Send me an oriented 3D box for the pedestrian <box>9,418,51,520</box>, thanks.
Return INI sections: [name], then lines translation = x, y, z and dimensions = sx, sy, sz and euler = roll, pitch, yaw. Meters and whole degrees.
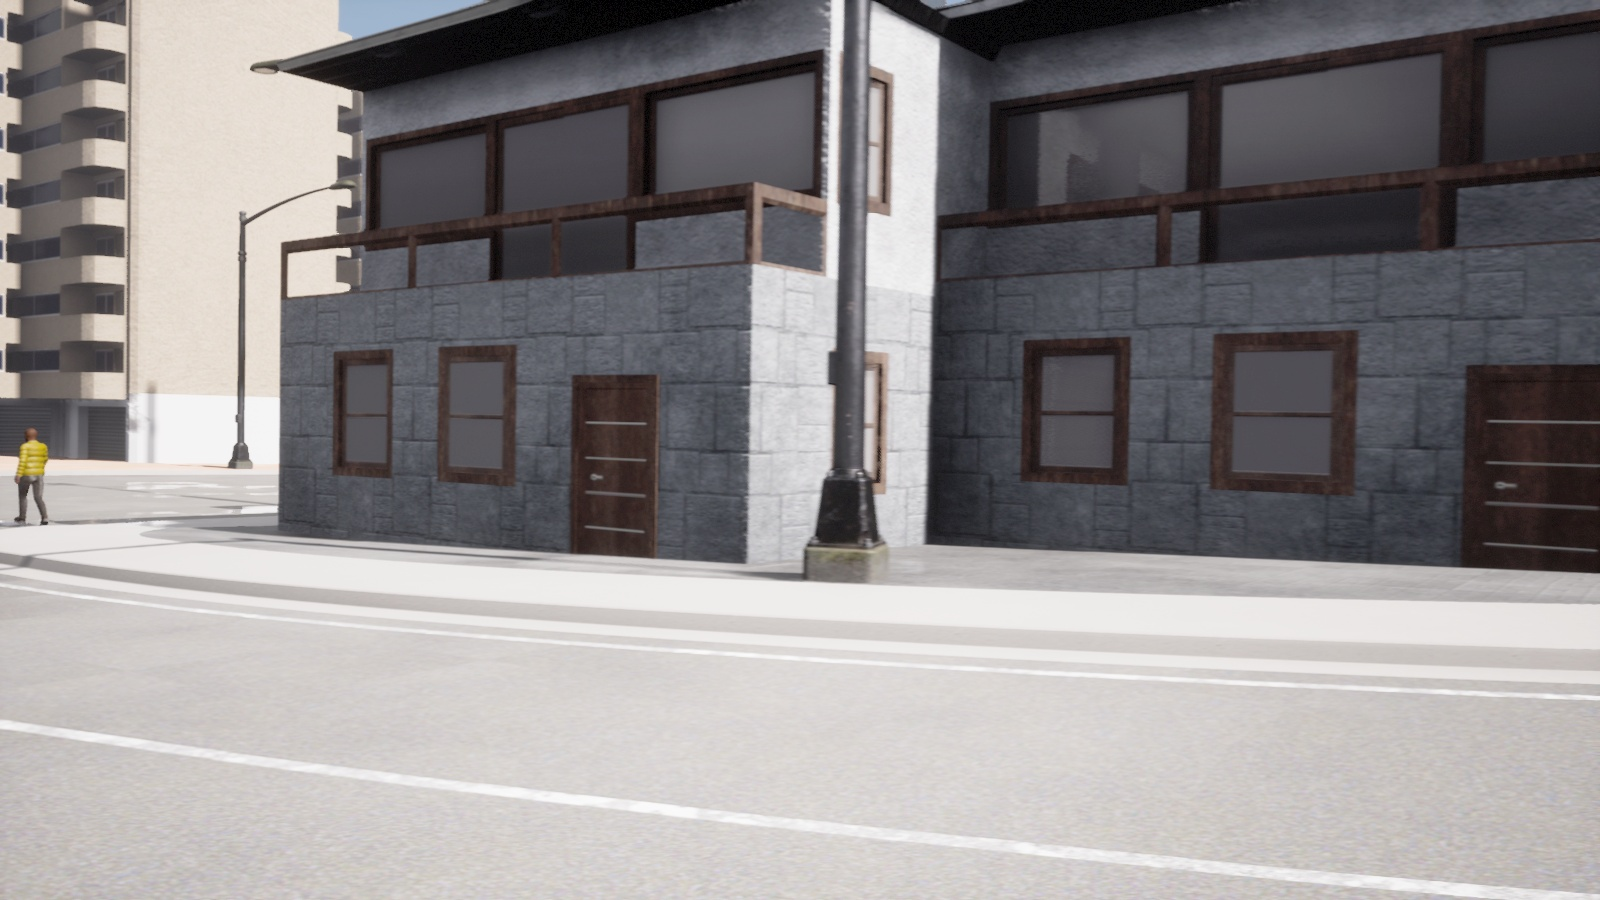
[pedestrian]
translation = -14.071, 0.339, 22.946
dimensions = 0.726, 1.835, 0.370
euler = 2, 1, 33
